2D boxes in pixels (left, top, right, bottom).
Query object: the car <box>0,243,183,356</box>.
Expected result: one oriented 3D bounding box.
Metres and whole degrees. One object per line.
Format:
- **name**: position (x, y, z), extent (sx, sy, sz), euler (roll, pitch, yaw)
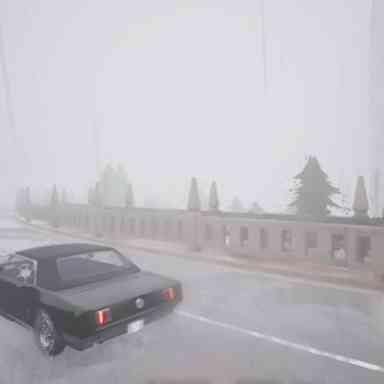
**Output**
- **car**: position (-2.509, 1.629, 6.149), extent (4.718, 1.301, 1.895), euler (0, 0, 39)
